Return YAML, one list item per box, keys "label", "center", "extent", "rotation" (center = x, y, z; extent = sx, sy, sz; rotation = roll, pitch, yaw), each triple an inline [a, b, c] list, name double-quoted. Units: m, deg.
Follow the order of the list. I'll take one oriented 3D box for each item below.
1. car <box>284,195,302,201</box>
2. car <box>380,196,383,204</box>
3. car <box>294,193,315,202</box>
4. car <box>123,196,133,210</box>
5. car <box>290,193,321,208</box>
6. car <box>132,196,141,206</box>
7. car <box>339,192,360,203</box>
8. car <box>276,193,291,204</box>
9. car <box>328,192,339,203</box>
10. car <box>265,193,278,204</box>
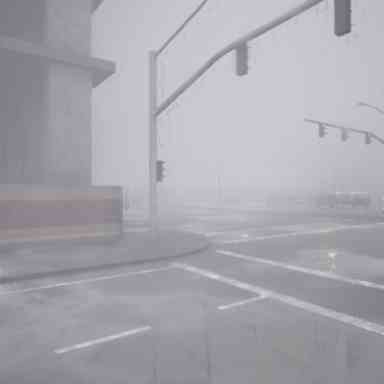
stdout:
- label: "car"
  center: [22.090, 1.289, 72.450]
  extent: [3.905, 1.438, 1.784]
  rotation: [0, 0, -35]
- label: "car"
  center: [33.549, 1.322, 56.310]
  extent: [3.806, 1.475, 1.970]
  rotation: [0, 0, -35]
- label: "car"
  center: [23.711, 1.079, 70.049]
  extent: [4.605, 1.855, 1.932]
  rotation: [0, 0, -35]
- label: "car"
  center: [-9.392, 1.524, 40.757]
  extent: [1.895, 1.301, 4.718]
  rotation: [0, 0, -36]
- label: "car"
  center: [17.890, 1.340, 52.291]
  extent: [3.806, 1.475, 1.970]
  rotation: [0, 0, -35]
- label: "car"
  center: [-9.799, 1.440, 53.564]
  extent: [1.812, 1.442, 4.674]
  rotation: [0, 0, -35]
- label: "car"
  center: [37.999, 1.060, 80.189]
  extent: [3.866, 1.878, 1.905]
  rotation: [0, 0, -35]
- label: "car"
  center: [16.218, 1.308, 54.655]
  extent: [3.905, 1.438, 1.784]
  rotation: [0, 0, -35]
- label: "car"
  center: [36.335, 1.299, 82.559]
  extent: [3.806, 1.475, 1.970]
  rotation: [0, 0, -35]
- label: "car"
  center: [14.626, 1.097, 56.815]
  extent: [4.605, 1.855, 1.932]
  rotation: [0, 0, -35]
